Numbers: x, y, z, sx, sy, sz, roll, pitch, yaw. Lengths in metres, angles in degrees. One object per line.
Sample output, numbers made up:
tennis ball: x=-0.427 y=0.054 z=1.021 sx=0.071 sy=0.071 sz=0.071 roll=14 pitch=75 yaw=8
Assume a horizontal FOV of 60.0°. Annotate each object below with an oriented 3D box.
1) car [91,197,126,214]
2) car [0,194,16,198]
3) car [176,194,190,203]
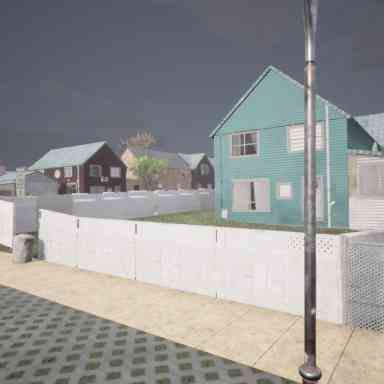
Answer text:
car: x=-7.549 y=0.950 z=28.692 sx=1.882 sy=1.535 sz=5.008 roll=-1 pitch=1 yaw=35
car: x=-12.718 y=1.067 z=21.325 sx=2.097 sy=1.767 sz=4.553 roll=-1 pitch=1 yaw=35
car: x=-1.332 y=0.660 z=37.544 sx=1.882 sy=1.535 sz=5.008 roll=-1 pitch=1 yaw=35
